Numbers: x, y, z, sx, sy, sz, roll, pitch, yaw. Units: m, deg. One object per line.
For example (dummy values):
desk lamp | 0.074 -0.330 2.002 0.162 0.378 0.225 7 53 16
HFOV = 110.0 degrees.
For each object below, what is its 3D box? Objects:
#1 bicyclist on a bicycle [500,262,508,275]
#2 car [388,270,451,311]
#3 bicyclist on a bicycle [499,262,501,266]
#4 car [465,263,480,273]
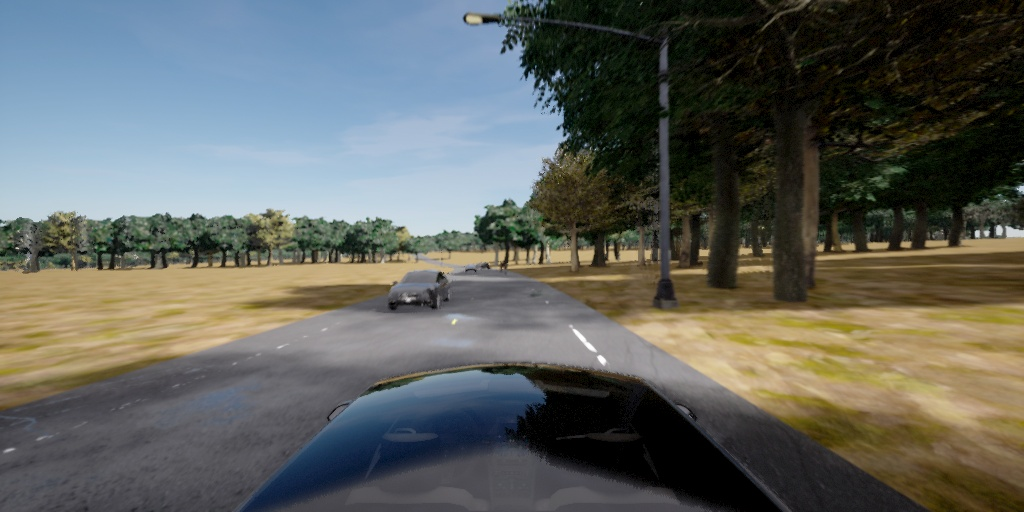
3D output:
bicyclist on a bicycle | -0.787 1.619 44.778 0.582 1.620 1.656 0 -1 -5
car | -3.769 1.360 15.254 1.837 1.490 4.892 0 -1 -1
bicyclist on a bicycle | -1.624 1.742 53.796 0.582 1.620 1.656 0 -1 -6
car | -6.574 1.924 57.889 2.033 1.411 5.357 0 -1 -6
